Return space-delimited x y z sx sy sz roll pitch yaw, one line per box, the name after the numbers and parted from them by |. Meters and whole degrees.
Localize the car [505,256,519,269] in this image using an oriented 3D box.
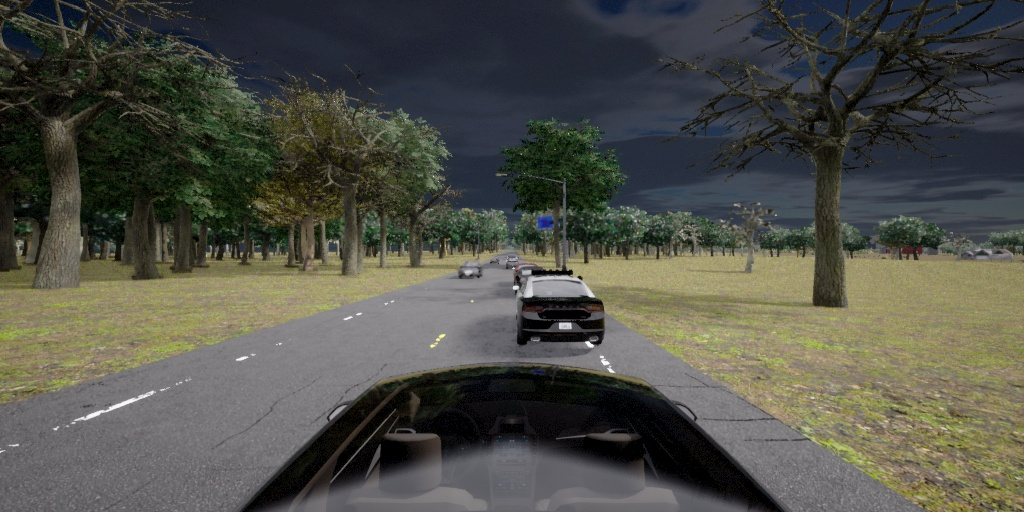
0.086 1.106 52.447 2.128 1.511 4.902 0 0 0 | car

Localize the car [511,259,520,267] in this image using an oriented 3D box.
1.058 1.221 25.540 1.882 1.535 5.008 0 0 0 | car

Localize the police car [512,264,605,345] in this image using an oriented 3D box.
1.052 1.175 9.652 1.930 1.638 5.238 0 0 0 | police car

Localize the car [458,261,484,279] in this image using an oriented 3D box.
-3.590 1.213 31.792 2.128 1.511 4.902 0 0 0 | car

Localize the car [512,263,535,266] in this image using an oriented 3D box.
1.056 1.274 19.542 1.812 1.442 4.674 0 0 0 | car

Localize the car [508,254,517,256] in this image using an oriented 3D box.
0.024 0.721 65.081 2.150 2.045 5.566 0 1 0 | car
